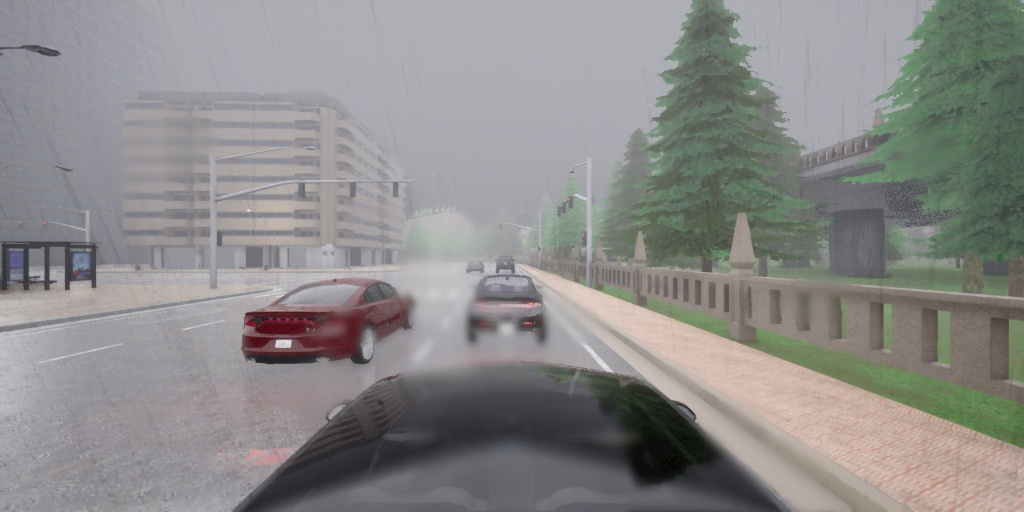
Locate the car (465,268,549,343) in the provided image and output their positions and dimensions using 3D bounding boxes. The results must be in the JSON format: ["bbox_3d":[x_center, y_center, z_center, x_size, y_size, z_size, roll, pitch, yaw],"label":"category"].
[{"bbox_3d":[-0.128,1.242,9.667,2.128,1.511,4.902,0,0,-1],"label":"car"}]

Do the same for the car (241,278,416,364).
[{"bbox_3d":[-3.596,1.228,8.105,1.882,1.535,5.008,0,0,0],"label":"car"}]

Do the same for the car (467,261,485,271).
[{"bbox_3d":[-4.332,1.298,43.318,2.033,1.411,5.357,0,0,-1],"label":"car"}]

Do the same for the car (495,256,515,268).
[{"bbox_3d":[-0.813,0.971,43.256,2.150,2.045,5.566,0,0,-2],"label":"car"}]
